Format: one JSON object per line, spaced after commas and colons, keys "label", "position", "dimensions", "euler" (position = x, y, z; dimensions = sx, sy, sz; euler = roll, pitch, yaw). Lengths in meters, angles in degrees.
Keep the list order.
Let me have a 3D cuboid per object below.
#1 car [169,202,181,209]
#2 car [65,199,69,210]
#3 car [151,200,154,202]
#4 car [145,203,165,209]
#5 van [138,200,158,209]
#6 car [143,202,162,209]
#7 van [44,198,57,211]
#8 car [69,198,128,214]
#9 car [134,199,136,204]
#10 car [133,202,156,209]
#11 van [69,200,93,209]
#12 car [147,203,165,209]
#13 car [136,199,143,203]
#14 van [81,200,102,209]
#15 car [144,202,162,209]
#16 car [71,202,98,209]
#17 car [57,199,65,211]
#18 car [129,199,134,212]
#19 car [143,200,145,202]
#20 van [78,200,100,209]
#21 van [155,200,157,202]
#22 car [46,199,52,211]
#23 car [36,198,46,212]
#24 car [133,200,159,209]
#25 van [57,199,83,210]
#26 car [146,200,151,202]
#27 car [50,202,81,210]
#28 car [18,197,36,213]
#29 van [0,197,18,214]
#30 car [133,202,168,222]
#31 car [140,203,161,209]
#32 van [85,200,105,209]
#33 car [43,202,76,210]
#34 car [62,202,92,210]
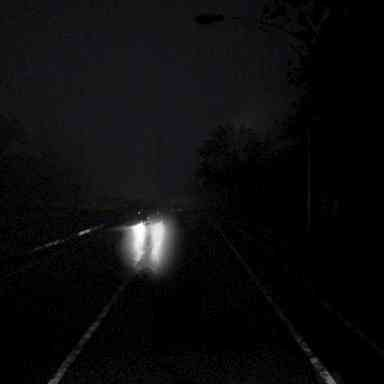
{"label": "car", "position": [-3.252, 2.827, 69.040], "dimensions": [1.882, 1.535, 5.008], "euler": [0, -2, 0]}
{"label": "car", "position": [-23.400, 2.361, 55.816], "dimensions": [5.008, 1.535, 2.097], "euler": [0, -2, 0]}
{"label": "car", "position": [-10.291, 2.669, 64.063], "dimensions": [4.792, 1.488, 2.163], "euler": [0, -2, 0]}
{"label": "car", "position": [-10.121, 3.851, 91.781], "dimensions": [5.366, 1.575, 1.946], "euler": [0, -3, 0]}
{"label": "van", "position": [-10.197, 2.939, 77.928], "dimensions": [4.442, 1.987, 1.878], "euler": [0, -3, 0]}
{"label": "car", "position": [-10.278, 3.453, 86.241], "dimensions": [4.553, 1.767, 2.185], "euler": [0, -3, 0]}
{"label": "van", "position": [-23.525, 1.954, 50.411], "dimensions": [4.442, 1.987, 1.878], "euler": [0, -2, 0]}
{"label": "car", "position": [-10.150, 1.753, 36.333], "dimensions": [5.366, 1.575, 1.946], "euler": [0, -2, 0]}
{"label": "car", "position": [-10.363, 1.864, 44.652], "dimensions": [4.553, 1.767, 2.185], "euler": [0, -2, 0]}
{"label": "car", "position": [-10.346, 2.949, 72.395], "dimensions": [4.792, 1.488, 2.163], "euler": [0, -2, 0]}
{"label": "van", "position": [-23.281, 2.605, 69.791], "dimensions": [4.442, 1.987, 1.878], "euler": [0, -2, 0]}
{"label": "car", "position": [-10.299, 3.993, 94.553], "dimensions": [4.892, 1.521, 2.231], "euler": [0, -3, 0]}
{"label": "car", "position": [-10.302, 1.828, 47.426], "dimensions": [5.566, 2.045, 2.435], "euler": [0, -2, 0]}
{"label": "van", "position": [-23.510, 2.946, 78.079], "dimensions": [4.442, 1.987, 1.878], "euler": [0, -3, 0]}
{"label": "car", "position": [-10.277, 3.591, 89.014], "dimensions": [4.553, 1.767, 2.185], "euler": [0, -3, 0]}
{"label": "car", "position": [-23.402, 2.924, 72.552], "dimensions": [5.008, 1.535, 2.097], "euler": [0, -2, 0]}
{"label": "car", "position": [-23.375, 2.147, 53.176], "dimensions": [4.553, 1.767, 2.185], "euler": [0, -2, 0]}
{"label": "car", "position": [-10.339, 1.903, 41.872], "dimensions": [5.008, 1.535, 2.097], "euler": [0, -2, 0]}
{"label": "car", "position": [-10.330, 2.306, 52.966], "dimensions": [4.674, 1.452, 2.002], "euler": [0, -2, 0]}
{"label": "van", "position": [-23.279, 2.802, 75.179], "dimensions": [4.442, 1.987, 1.878], "euler": [0, -2, 0]}
{"label": "van", "position": [-10.202, 2.600, 69.623], "dimensions": [4.442, 1.987, 1.878], "euler": [0, -2, 0]}
{"label": "car", "position": [-23.403, 2.087, 47.634], "dimensions": [4.892, 1.521, 2.231], "euler": [0, -2, 0]}
{"label": "car", "position": [-23.226, 1.992, 44.869], "dimensions": [5.366, 1.575, 1.946], "euler": [0, -2, 0]}
{"label": "car", "position": [-10.344, 2.776, 75.156], "dimensions": [5.566, 2.045, 2.435], "euler": [0, -3, 0]}
{"label": "van", "position": [-23.518, 2.419, 64.255], "dimensions": [4.442, 1.987, 1.878], "euler": [0, -2, 0]}
{"label": "car", "position": [-10.330, 2.453, 58.517], "dimensions": [5.008, 1.535, 2.097], "euler": [0, -2, 0]}
{"label": "car", "position": [-23.396, 2.553, 61.479], "dimensions": [4.892, 1.521, 2.231], "euler": [0, -2, 0]}
{"label": "car", "position": [-23.440, 1.657, 42.109], "dimensions": [5.566, 2.045, 2.435], "euler": [0, -2, 0]}
{"label": "van", "position": [-23.531, 1.602, 39.218], "dimensions": [4.442, 1.987, 1.878], "euler": [0, -2, 0]}
{"label": "car", "position": [-3.349, 1.736, 27.878], "dimensions": [1.895, 1.301, 4.718], "euler": [0, -1, 0]}
{"label": "car", "position": [-10.306, 3.440, 83.462], "dimensions": [5.008, 1.535, 2.097], "euler": [0, -3, 0]}
{"label": "van", "position": [-23.509, 3.077, 80.721], "dimensions": [4.442, 1.987, 1.878], "euler": [0, -3, 0]}
{"label": "car", "position": [-23.399, 2.459, 58.710], "dimensions": [5.008, 1.535, 2.097], "euler": [0, -2, 0]}
{"label": "car", "position": [-23.215, 2.735, 67.017], "dimensions": [5.366, 1.575, 1.946], "euler": [0, -2, 0]}
